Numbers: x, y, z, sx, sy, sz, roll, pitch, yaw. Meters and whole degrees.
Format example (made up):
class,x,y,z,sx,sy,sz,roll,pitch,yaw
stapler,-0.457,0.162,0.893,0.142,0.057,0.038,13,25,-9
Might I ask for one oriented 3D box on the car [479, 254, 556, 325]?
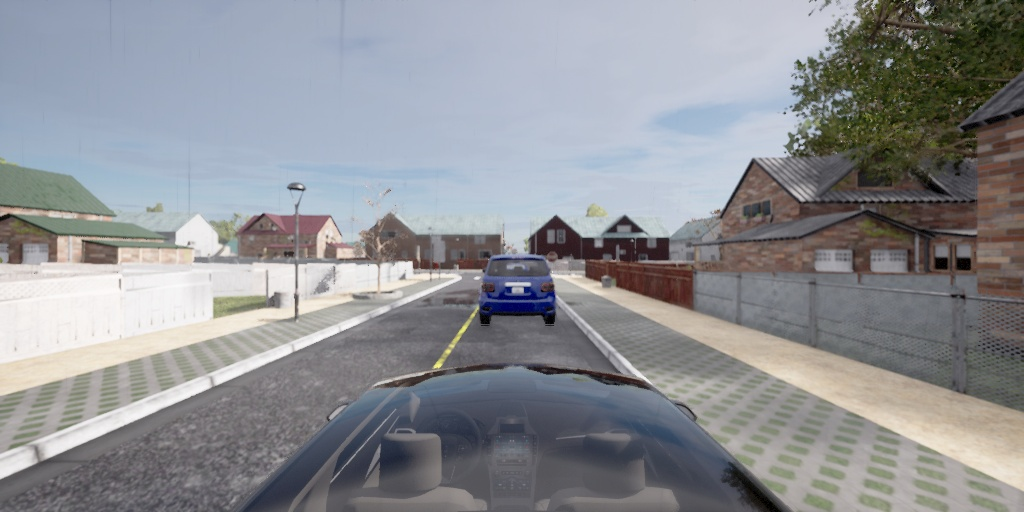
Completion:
class,x,y,z,sx,sy,sz,roll,pitch,yaw
car,0.163,0.974,11.876,2.150,2.045,5.566,0,0,0

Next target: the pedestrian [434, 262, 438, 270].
class,x,y,z,sx,sy,sz,roll,pitch,yaw
pedestrian,-9.092,0.812,43.194,0.375,1.860,0.375,0,-1,2
